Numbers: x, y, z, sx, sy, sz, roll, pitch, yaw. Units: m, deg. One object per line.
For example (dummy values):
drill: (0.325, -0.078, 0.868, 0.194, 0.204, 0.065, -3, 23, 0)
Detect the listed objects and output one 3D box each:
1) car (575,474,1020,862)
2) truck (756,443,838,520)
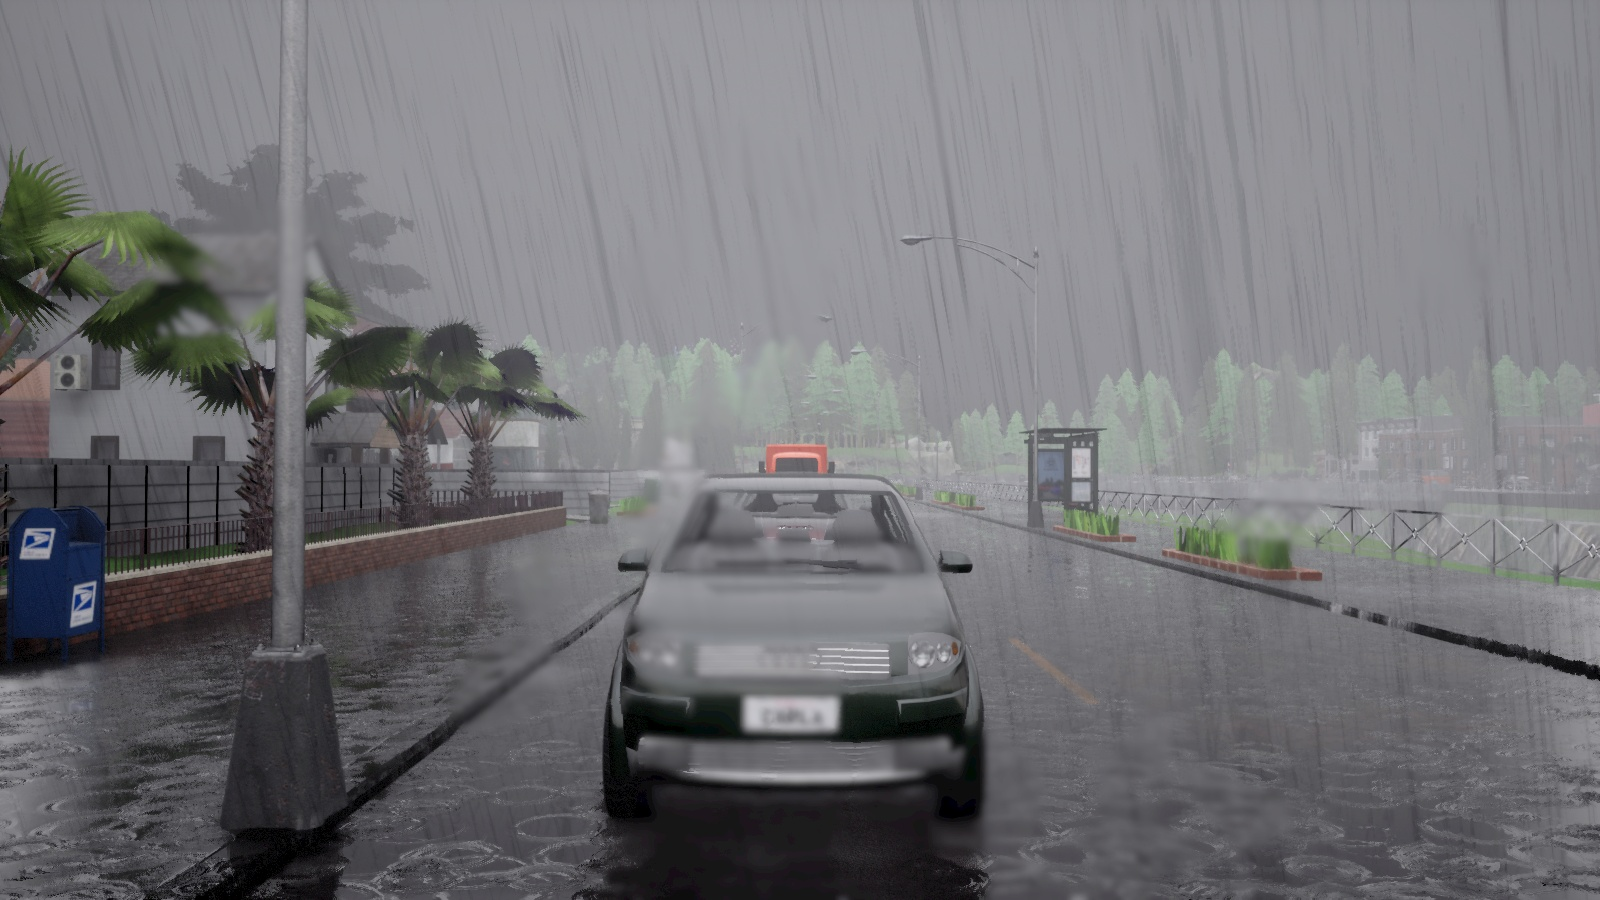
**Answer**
car: (-0.019, 0.909, 6.911, 1.789, 1.549, 3.705, 0, -1, 0)
truck: (-0.112, 1.052, 43.214, 2.627, 2.467, 5.204, 0, -1, 0)
